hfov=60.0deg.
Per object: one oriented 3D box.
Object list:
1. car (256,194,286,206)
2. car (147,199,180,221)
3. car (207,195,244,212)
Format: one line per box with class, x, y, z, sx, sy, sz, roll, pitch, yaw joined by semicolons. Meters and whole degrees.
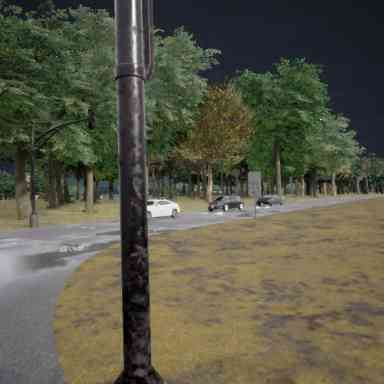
car;9.765;0.970;40.949;2.033;1.411;5.357;-3;-1;37
car;-2.780;1.268;24.469;1.812;1.442;4.674;-3;-1;37
car;3.353;1.087;32.537;1.837;1.490;4.892;-3;-1;37
